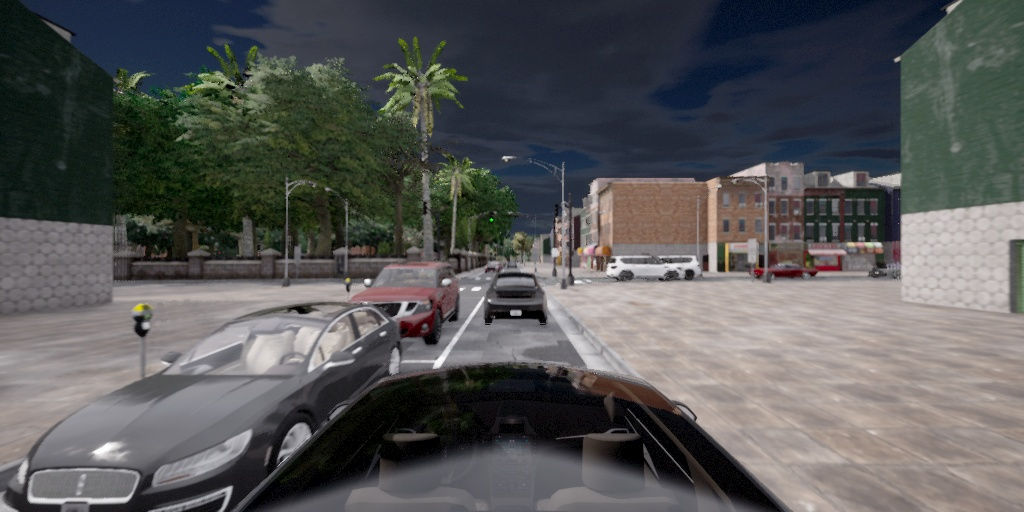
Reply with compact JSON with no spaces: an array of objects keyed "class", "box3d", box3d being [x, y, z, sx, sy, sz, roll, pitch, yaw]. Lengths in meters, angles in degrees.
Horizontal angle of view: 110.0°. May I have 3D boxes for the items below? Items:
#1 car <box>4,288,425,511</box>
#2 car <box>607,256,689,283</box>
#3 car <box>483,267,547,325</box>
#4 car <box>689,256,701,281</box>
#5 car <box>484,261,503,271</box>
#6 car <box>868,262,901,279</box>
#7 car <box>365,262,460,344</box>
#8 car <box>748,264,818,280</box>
[{"class":"car","box3d":[-2.637,1.310,4.346,2.007,1.370,4.403,0,0,0]},{"class":"car","box3d":[10.180,1.008,27.717,5.566,2.045,2.150,0,0,4]},{"class":"car","box3d":[0.102,1.295,12.035,1.837,1.490,4.892,0,0,0]},{"class":"car","box3d":[12.862,0.997,30.180,5.566,2.045,2.150,0,0,0]},{"class":"car","box3d":[-2.630,1.448,47.955,1.967,1.591,4.097,0,0,0]},{"class":"car","box3d":[32.728,1.230,30.193,4.181,1.385,1.994,0,0,0]},{"class":"car","box3d":[-2.636,1.095,9.809,2.192,1.841,5.009,0,0,0]},{"class":"car","box3d":[22.683,1.315,30.190,4.718,1.301,1.895,0,0,0]}]
